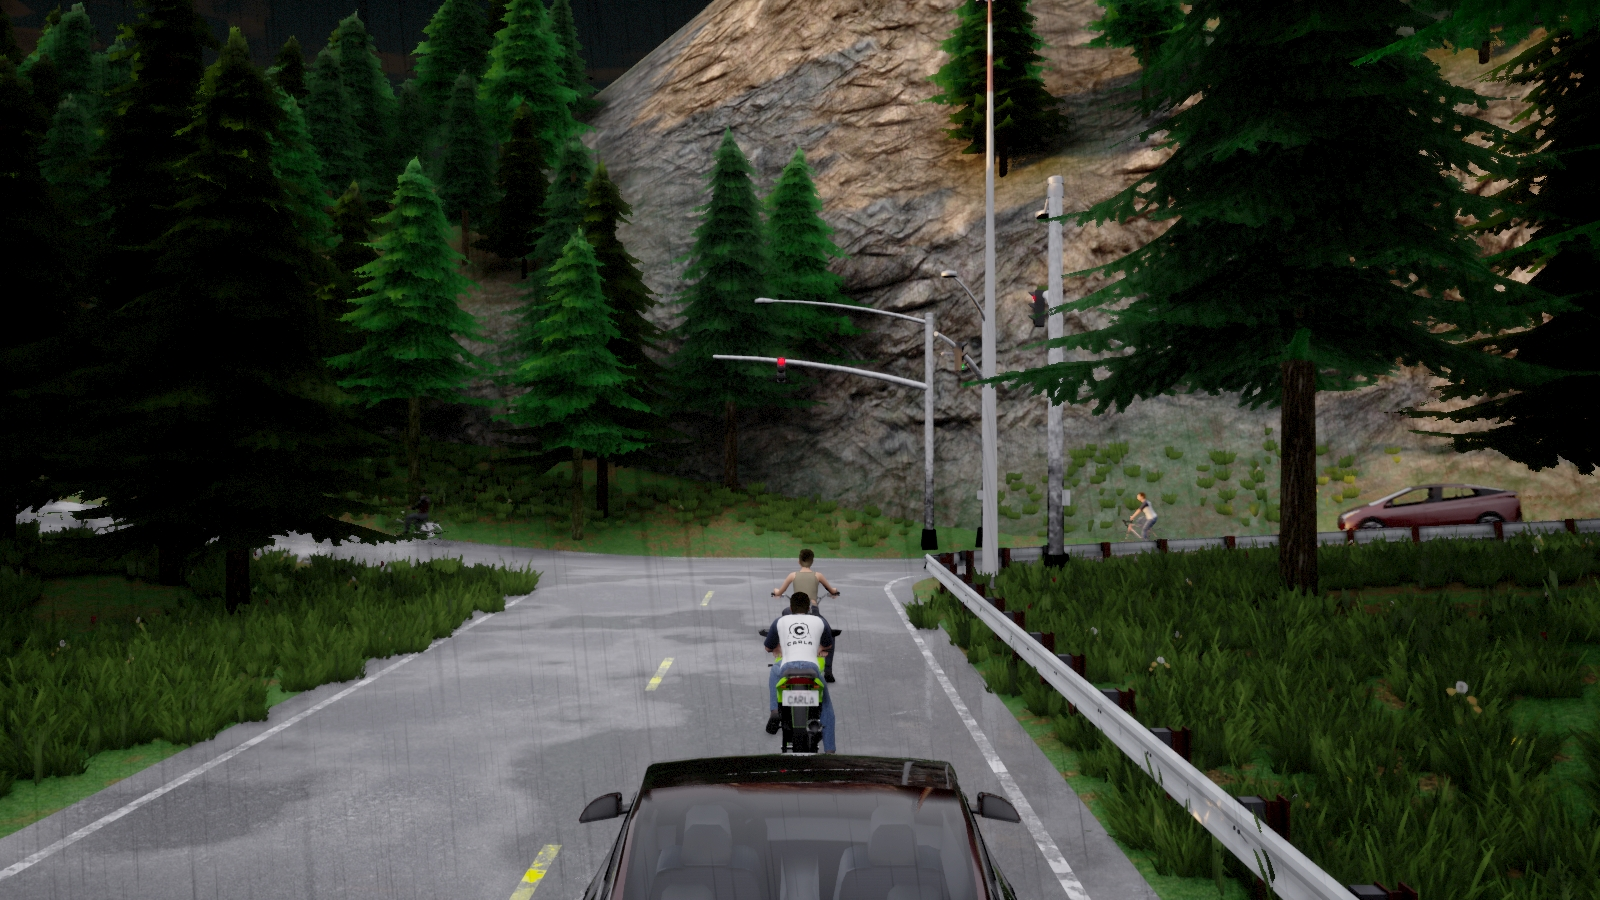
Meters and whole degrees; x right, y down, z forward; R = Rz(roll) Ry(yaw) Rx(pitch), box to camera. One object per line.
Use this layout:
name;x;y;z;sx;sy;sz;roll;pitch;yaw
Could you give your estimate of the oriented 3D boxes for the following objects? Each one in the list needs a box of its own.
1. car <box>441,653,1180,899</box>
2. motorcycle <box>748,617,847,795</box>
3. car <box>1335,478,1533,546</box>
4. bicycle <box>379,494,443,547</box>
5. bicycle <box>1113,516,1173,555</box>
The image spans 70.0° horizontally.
car;0.029;2.063;5.012;2.163;1.488;4.792;0;0;0
motorcycle;-0.020;2.213;10.238;0.803;1.145;2.033;0;0;0
car;17.361;1.714;31.564;4.514;1.525;2.007;-5;-2;23
bicycle;-12.086;2.195;35.524;1.835;1.471;0.329;5;0;8
bicycle;10.272;2.561;34.234;1.643;1.024;0.373;-5;-1;19
